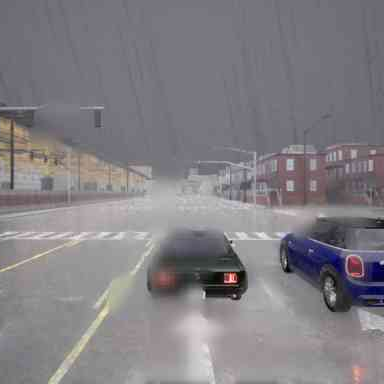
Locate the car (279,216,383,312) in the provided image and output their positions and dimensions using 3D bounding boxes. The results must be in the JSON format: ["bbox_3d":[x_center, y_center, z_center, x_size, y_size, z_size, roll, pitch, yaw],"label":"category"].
[{"bbox_3d":[3.599,1.352,7.861,2.097,1.767,4.553,0,0,-1],"label":"car"}]

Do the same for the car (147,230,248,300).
[{"bbox_3d":[0.100,1.601,8.317,1.895,1.301,4.718,0,0,0],"label":"car"}]
